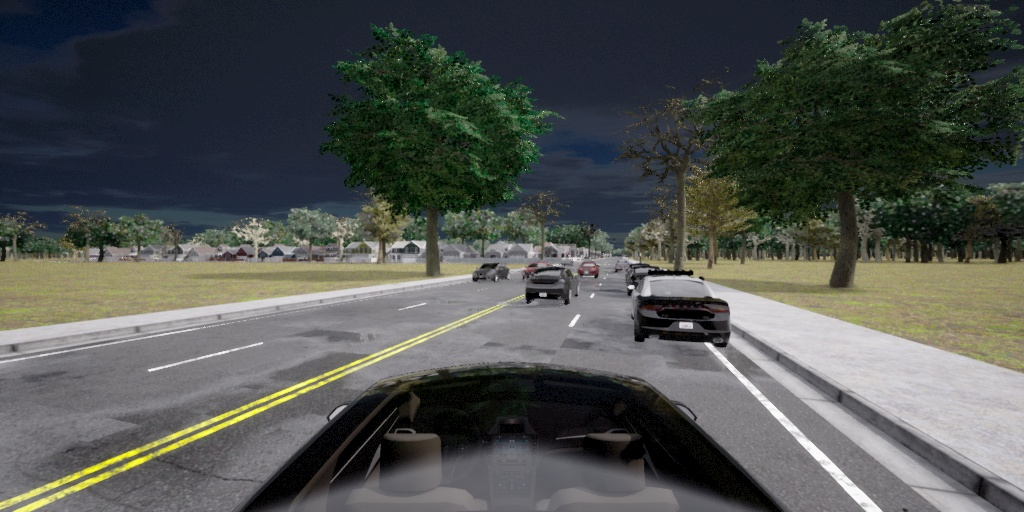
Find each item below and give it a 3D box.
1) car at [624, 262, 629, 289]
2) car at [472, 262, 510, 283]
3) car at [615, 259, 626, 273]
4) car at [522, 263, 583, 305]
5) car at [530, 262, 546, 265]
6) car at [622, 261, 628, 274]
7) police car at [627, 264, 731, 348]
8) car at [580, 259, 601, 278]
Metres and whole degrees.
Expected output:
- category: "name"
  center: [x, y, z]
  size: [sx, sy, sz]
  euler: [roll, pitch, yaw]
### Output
- category: "car"
  center: [7.069, 1.259, 19.056]
  size: [1.837, 1.490, 4.892]
  euler: [0, 0, 17]
- category: "car"
  center: [-1.530, 1.261, 28.019]
  size: [1.837, 1.490, 4.892]
  euler: [0, 0, 17]
- category: "car"
  center: [13.708, 1.326, 44.336]
  size: [2.033, 1.411, 5.357]
  euler: [0, 0, 18]
- category: "car"
  center: [1.917, 1.256, 16.271]
  size: [1.837, 1.490, 4.892]
  euler: [0, 0, 17]
- category: "car"
  center: [2.208, 1.236, 29.154]
  size: [1.882, 1.535, 5.008]
  euler: [0, 0, 17]
- category: "car"
  center: [8.807, 1.262, 24.799]
  size: [1.837, 1.490, 4.892]
  euler: [0, 0, 17]
- category: "police car"
  center: [4.204, 1.176, 9.589]
  size: [1.930, 1.638, 5.238]
  euler: [0, 0, 17]
- category: "car"
  center: [7.299, 1.290, 34.055]
  size: [1.812, 1.442, 4.674]
  euler: [0, 0, 17]
